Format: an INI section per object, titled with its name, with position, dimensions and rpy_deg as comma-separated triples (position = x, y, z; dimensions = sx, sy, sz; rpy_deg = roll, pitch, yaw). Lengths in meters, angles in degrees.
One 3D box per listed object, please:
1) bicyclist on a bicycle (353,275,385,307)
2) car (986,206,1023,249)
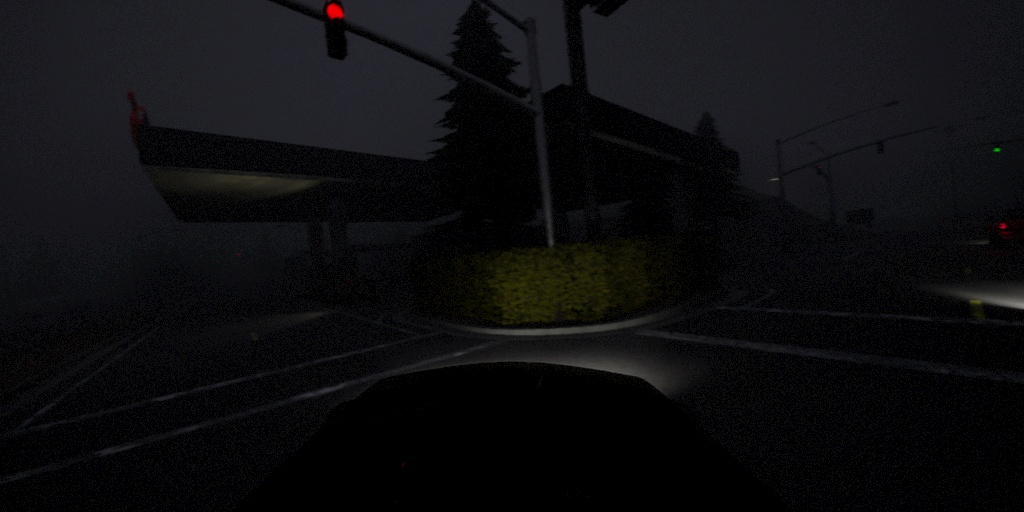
[bicyclist on a bicycle]
position = -7.683, 1.830, 19.189
dimensions = 1.656, 1.620, 0.582
rpy_deg = -7, 1, -39
[car]
position = 22.227, -1.385, 15.394
dimensions = 4.553, 1.767, 2.097
rpy_deg = -6, 1, -39
